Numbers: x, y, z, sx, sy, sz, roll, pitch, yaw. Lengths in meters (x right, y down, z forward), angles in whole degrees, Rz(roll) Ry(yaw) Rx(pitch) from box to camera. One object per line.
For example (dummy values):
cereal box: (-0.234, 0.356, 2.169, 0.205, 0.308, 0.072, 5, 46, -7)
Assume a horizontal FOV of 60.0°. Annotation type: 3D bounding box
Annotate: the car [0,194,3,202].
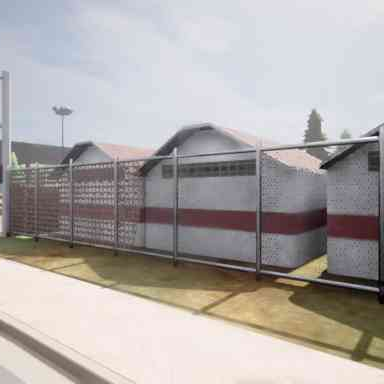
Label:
car: (-22.540, 1.222, 40.007, 2.150, 2.045, 5.566, 0, 0, 37)
